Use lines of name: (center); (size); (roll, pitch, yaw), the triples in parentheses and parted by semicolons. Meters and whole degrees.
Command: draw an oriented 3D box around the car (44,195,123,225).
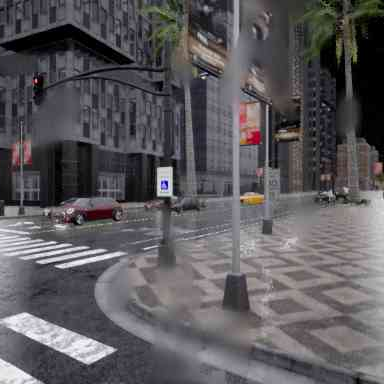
car: (-6.689, 1.075, 21.467); (2.097, 1.767, 4.553); (0, 1, 35)

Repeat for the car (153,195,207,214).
car: (-0.739, 1.089, 29.870); (2.033, 1.411, 5.357); (0, 1, 35)

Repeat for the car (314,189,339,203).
car: (17.823, 0.677, 44.481); (1.837, 1.490, 4.892); (0, 1, 35)

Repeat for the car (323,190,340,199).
car: (25.768, 0.353, 61.321); (1.882, 1.535, 5.008); (0, 1, 36)

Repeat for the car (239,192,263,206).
car: (7.010, 0.791, 40.777); (1.882, 1.535, 5.008); (0, 1, 36)

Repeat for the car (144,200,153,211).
car: (-2.649, 1.040, 32.782); (1.812, 1.442, 4.674); (0, 1, 35)

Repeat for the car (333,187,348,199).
car: (23.683, 0.232, 52.762); (2.150, 2.045, 5.566); (0, 1, 36)
